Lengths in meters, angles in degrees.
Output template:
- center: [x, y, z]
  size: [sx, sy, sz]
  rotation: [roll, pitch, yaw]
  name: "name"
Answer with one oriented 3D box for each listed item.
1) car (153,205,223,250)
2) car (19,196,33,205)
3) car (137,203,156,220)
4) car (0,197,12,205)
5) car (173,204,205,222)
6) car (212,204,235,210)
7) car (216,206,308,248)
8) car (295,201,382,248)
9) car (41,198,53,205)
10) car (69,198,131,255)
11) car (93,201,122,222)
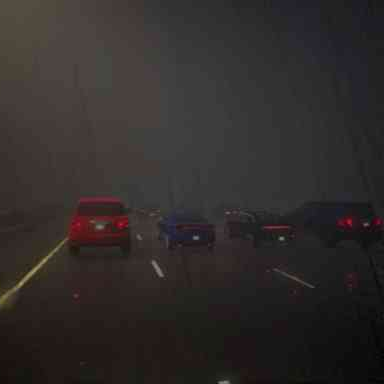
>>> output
- center: [-0.409, 1.586, 15.046]
  size: [1.882, 1.535, 5.008]
  rotation: [1, 0, -13]
  name: "car"
- center: [-30.258, 1.530, 60.758]
  size: [1.882, 1.535, 5.008]
  rotation: [1, 0, -19]
  name: "car"
- center: [-3.837, 1.697, 29.574]
  size: [1.812, 1.442, 4.674]
  rotation: [1, 0, -13]
  name: "car"
- center: [-33.435, 1.543, 59.305]
  size: [2.033, 1.411, 5.357]
  rotation: [1, 0, -19]
  name: "car"
- center: [-0.368, 1.822, 30.087]
  size: [1.895, 1.301, 4.718]
  rotation: [1, 0, -13]
  name: "car"
- center: [3.065, 1.819, 30.776]
  size: [2.033, 1.411, 5.357]
  rotation: [1, 0, -13]
  name: "car"
- center: [3.036, 1.651, 15.676]
  size: [2.128, 1.511, 4.902]
  rotation: [1, 0, -13]
  name: "car"
- center: [6.506, 1.425, 16.204]
  size: [2.150, 2.045, 5.566]
  rotation: [1, 0, -13]
  name: "car"
- center: [-26.960, 1.703, 61.907]
  size: [1.895, 1.301, 4.718]
  rotation: [1, 0, -19]
  name: "car"
- center: [-3.713, 1.271, 13.798]
  size: [2.150, 2.045, 5.566]
  rotation: [1, 0, -13]
  name: "car"
- center: [-7.220, 1.612, 28.667]
  size: [2.128, 1.511, 4.902]
  rotation: [1, 0, -13]
  name: "car"
